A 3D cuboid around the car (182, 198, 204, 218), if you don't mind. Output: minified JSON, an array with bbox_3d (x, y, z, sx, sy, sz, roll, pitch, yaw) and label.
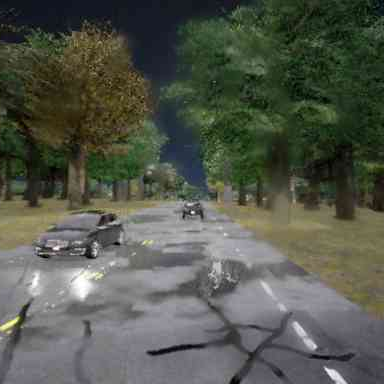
[{"bbox_3d":[0.098,1.567,30.600,1.812,1.442,4.674,0,0,0],"label":"car"}]

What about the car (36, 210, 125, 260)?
[{"bbox_3d":[-3.982,1.497,12.690,1.837,1.490,4.892,1,0,5],"label":"car"}]
